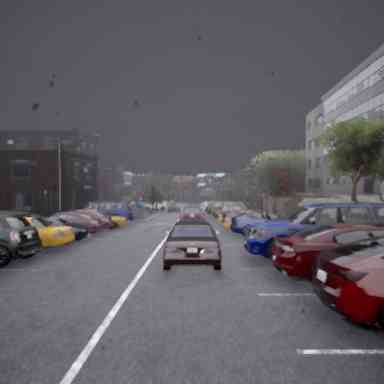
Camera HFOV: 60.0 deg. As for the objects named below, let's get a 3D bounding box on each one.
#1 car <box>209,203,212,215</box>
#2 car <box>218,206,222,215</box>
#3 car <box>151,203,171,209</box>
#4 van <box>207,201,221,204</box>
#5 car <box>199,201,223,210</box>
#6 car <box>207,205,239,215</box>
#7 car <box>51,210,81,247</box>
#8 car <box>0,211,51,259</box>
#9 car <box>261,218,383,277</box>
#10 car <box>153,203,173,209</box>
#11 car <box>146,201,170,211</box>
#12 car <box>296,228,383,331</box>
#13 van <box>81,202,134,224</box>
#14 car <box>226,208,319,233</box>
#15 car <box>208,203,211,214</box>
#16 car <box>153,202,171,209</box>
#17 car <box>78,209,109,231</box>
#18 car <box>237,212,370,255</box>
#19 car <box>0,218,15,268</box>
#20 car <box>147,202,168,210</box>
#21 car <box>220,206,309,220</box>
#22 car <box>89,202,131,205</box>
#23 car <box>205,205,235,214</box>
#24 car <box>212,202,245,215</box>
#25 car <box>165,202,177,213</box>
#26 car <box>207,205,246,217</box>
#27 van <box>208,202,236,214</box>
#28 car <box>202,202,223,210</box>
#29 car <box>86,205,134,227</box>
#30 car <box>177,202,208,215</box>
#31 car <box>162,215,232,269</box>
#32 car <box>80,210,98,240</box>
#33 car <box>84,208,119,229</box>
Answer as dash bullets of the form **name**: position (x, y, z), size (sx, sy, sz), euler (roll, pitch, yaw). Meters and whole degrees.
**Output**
- **car**: position (4.642, 2.324, 36.714), size (4.892, 1.521, 2.231), euler (0, -2, 0)
- **car**: position (4.677, 2.053, 25.544), size (4.792, 1.488, 2.163), euler (0, -2, 0)
- **car**: position (-7.713, 3.590, 83.023), size (4.792, 1.488, 2.163), euler (0, -2, 0)
- **van**: position (4.531, 2.247, 42.305), size (4.442, 1.987, 1.878), euler (0, -2, 0)
- **car**: position (4.617, 3.268, 81.403), size (5.566, 2.045, 2.435), euler (0, -2, 0)
- **car**: position (4.645, 2.737, 50.676), size (4.674, 1.452, 2.002), euler (0, -2, 0)
- **car**: position (-7.866, 1.715, 14.234), size (5.366, 1.575, 1.946), euler (0, -2, 0)
- **car**: position (-7.650, 1.515, 11.319), size (4.553, 1.767, 2.185), euler (0, -1, 0)
- **car**: position (4.649, 1.580, 8.847), size (5.008, 1.535, 2.097), euler (0, -2, 0)
- **car**: position (-7.870, 3.793, 91.834), size (5.366, 1.575, 1.946), euler (0, -2, 0)
- **car**: position (-7.712, 2.994, 71.282), size (5.566, 2.045, 2.435), euler (0, -2, 0)
- **car**: position (4.679, 1.555, 6.015), size (4.792, 1.488, 2.163), euler (0, -1, 0)
- **van**: position (-7.799, 1.937, 30.855), size (4.442, 1.987, 1.878), euler (0, -2, 0)
- **car**: position (4.678, 1.904, 19.957), size (4.792, 1.488, 2.163), euler (0, -2, 0)
- **car**: position (4.654, 2.399, 39.507), size (4.892, 1.521, 2.231), euler (0, -2, 0)
- **car**: position (-7.716, 3.513, 85.964), size (4.553, 1.767, 2.185), euler (0, -2, 0)
- **car**: position (-7.678, 1.908, 19.812), size (4.674, 1.452, 2.002), euler (0, -2, 0)
- **car**: position (4.620, 1.754, 14.372), size (4.792, 1.488, 2.163), euler (0, -2, 0)
- **car**: position (-7.686, 1.570, 8.527), size (5.008, 1.535, 2.097), euler (0, -1, 0)
- **car**: position (-7.652, 3.195, 74.090), size (4.553, 1.767, 2.185), euler (0, -2, 0)
- **car**: position (4.834, 1.946, 22.751), size (5.366, 1.575, 1.946), euler (0, -2, 0)
- **car**: position (-7.710, 1.837, 28.065), size (5.566, 2.045, 2.435), euler (0, -2, 0)
- **car**: position (4.675, 2.876, 56.264), size (4.792, 1.488, 2.163), euler (0, -2, 0)
- **car**: position (4.616, 2.122, 33.926), size (4.553, 1.767, 2.185), euler (0, -2, 0)
- **car**: position (-3.064, 2.964, 57.591), size (1.994, 1.385, 4.181), euler (0, -1, 0)
- **car**: position (4.642, 2.550, 45.217), size (5.008, 1.535, 2.097), euler (0, -2, 0)
- **van**: position (4.764, 2.546, 53.476), size (4.442, 1.987, 1.878), euler (0, -2, 0)
- **car**: position (4.677, 3.248, 75.939), size (4.553, 1.767, 2.185), euler (0, -2, 0)
- **car**: position (-7.496, 2.014, 25.394), size (5.366, 1.575, 1.946), euler (0, -2, 0)
- **car**: position (0.042, 1.978, 28.677), size (2.097, 1.767, 4.553), euler (0, -2, 1)
- **car**: position (0.021, 1.719, 11.686), size (2.033, 1.411, 5.357), euler (0, -2, 0)
- **car**: position (-7.652, 1.823, 17.024), size (4.792, 1.488, 2.163), euler (0, -2, 0)
- **car**: position (-7.679, 1.979, 22.478), size (4.674, 1.452, 2.002), euler (0, -2, 0)
